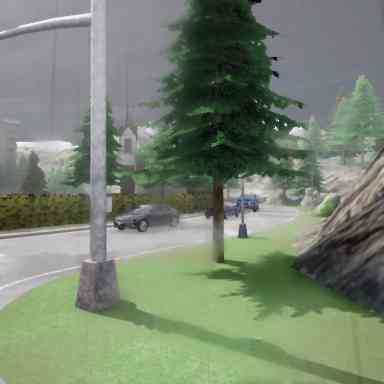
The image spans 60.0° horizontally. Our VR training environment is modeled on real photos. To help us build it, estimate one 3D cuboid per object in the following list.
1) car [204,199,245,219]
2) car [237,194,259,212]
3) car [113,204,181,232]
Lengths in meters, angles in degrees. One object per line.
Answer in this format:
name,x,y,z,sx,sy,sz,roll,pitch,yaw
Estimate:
car,2.750,1.601,29.104,1.895,1.301,4.718,0,0,26
car,6.550,1.221,38.782,2.150,2.045,5.566,0,0,16
car,-2.627,1.505,20.316,1.837,1.490,4.892,0,0,35
